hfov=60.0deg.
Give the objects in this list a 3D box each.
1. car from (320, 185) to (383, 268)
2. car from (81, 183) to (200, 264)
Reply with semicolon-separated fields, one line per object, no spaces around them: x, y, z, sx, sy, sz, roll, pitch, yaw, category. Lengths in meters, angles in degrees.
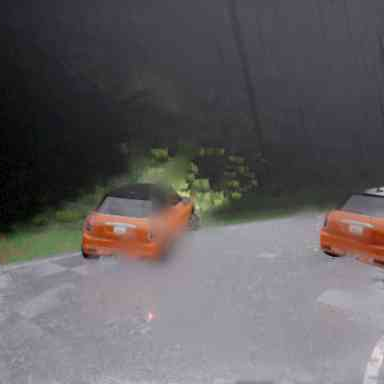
5.248;0.637;7.827;4.553;1.767;2.097;-5;7;-27;car
-1.221;0.529;9.486;2.097;1.767;4.553;6;10;10;car
